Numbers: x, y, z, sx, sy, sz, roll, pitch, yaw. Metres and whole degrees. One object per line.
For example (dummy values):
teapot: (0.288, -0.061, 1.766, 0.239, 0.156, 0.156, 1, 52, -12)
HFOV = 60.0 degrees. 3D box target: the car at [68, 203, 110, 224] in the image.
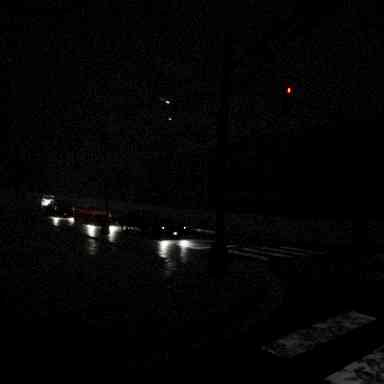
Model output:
car: (-8.213, 1.768, 27.260, 1.882, 1.535, 5.008, 4, -3, -36)

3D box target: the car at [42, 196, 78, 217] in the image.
car: (-14.068, 1.677, 35.434, 2.097, 1.767, 4.553, 4, -2, -35)

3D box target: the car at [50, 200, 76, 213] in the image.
car: (-17.717, 1.939, 45.453, 2.128, 1.511, 4.902, 4, -2, -35)

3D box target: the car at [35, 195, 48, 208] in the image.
car: (-23.591, 1.547, 53.583, 2.150, 2.045, 5.566, 4, -1, -36)

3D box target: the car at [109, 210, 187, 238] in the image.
car: (-2.490, 1.760, 19.229, 2.033, 1.411, 5.357, 4, -3, -38)
